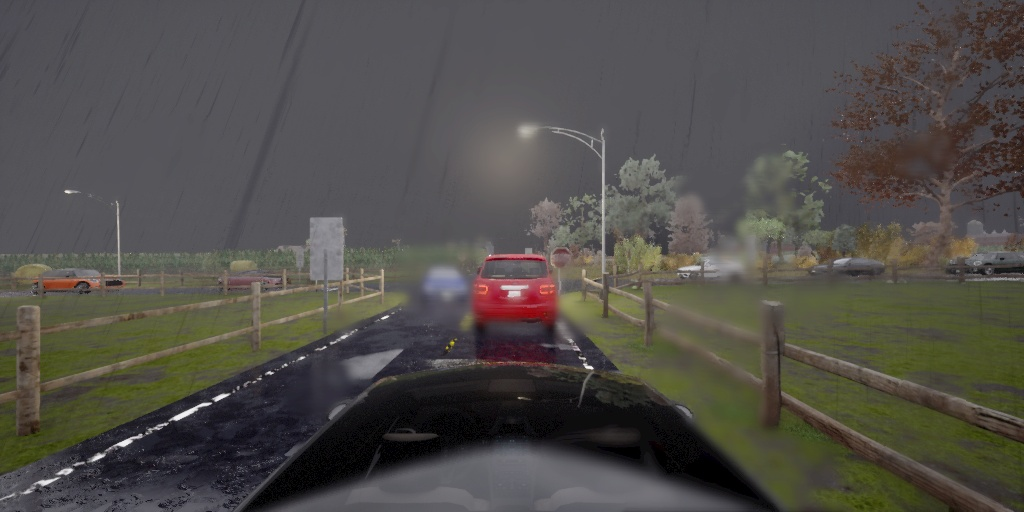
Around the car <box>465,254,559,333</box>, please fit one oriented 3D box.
[{"bbox_3d":[0.152,0.973,10.925,2.150,2.045,5.566,0,0,2],"label":"car"}]

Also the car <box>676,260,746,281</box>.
[{"bbox_3d":[14.570,1.002,26.347,4.674,1.442,1.812,-1,0,1],"label":"car"}]

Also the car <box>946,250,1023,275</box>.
[{"bbox_3d":[34.610,0.482,25.945,4.553,1.767,2.097,-1,0,1],"label":"car"}]

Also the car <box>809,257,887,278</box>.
[{"bbox_3d":[24.438,0.829,26.151,4.674,1.442,1.812,-1,0,1],"label":"car"}]

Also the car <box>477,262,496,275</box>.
[{"bbox_3d":[-2.812,1.383,40.732,1.895,1.301,4.718,0,0,0],"label":"car"}]

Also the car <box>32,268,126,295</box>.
[{"bbox_3d":[-29.159,1.632,24.259,4.553,1.767,2.097,-1,0,1],"label":"car"}]

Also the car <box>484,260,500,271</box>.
[{"bbox_3d":[-2.808,1.345,51.153,2.033,1.411,5.357,0,0,0],"label":"car"}]

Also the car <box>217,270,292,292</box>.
[{"bbox_3d":[-17.161,1.619,24.023,4.181,1.385,1.994,-1,0,1],"label":"car"}]

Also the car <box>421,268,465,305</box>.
[{"bbox_3d":[-3.061,1.278,16.319,1.812,1.442,4.674,1,0,-14],"label":"car"}]
